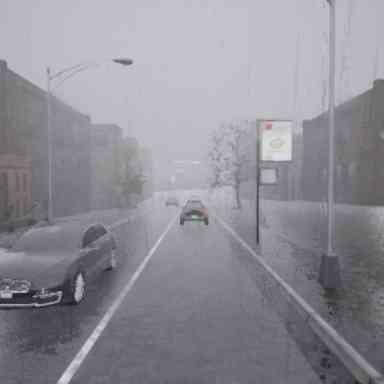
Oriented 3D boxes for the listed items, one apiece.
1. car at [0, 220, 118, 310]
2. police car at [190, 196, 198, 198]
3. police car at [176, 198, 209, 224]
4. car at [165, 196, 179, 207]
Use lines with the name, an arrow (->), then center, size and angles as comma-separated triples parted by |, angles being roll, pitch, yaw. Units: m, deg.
car -> -3.119, 1.494, 8.043 | 1.837, 1.490, 4.892 | 0, 0, 0
police car -> 0.240, 1.348, 42.804 | 1.930, 1.638, 5.238 | 0, 0, 0
police car -> 0.162, 1.463, 24.314 | 2.038, 1.542, 4.974 | 0, 0, 0
car -> -2.907, 1.415, 49.201 | 1.837, 1.490, 4.892 | 0, 0, 1
